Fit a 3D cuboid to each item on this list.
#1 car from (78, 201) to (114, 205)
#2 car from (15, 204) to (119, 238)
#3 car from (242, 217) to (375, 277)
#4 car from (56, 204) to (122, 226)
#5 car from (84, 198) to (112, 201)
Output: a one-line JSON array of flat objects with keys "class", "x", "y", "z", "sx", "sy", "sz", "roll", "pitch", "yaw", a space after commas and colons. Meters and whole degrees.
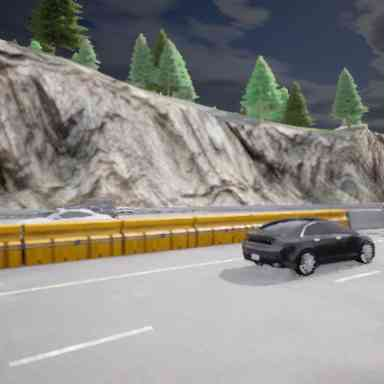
[{"class": "car", "x": -7.062, "y": 1.520, "z": 20.255, "sx": 4.902, "sy": 1.511, "sz": 2.128, "roll": 0, "pitch": 0, "yaw": -34}, {"class": "car", "x": -6.283, "y": 1.547, "z": 16.569, "sx": 4.674, "sy": 1.442, "sz": 1.812, "roll": 0, "pitch": 0, "yaw": -34}, {"class": "car", "x": 3.774, "y": 1.550, "z": 10.426, "sx": 4.892, "sy": 1.490, "sz": 1.837, "roll": 0, "pitch": 0, "yaw": -33}, {"class": "car", "x": -7.447, "y": 1.602, "z": 24.183, "sx": 4.181, "sy": 1.385, "sz": 1.994, "roll": 0, "pitch": 0, "yaw": -33}, {"class": "car", "x": -8.516, "y": 1.396, "z": 27.671, "sx": 4.553, "sy": 1.767, "sz": 2.097, "roll": 0, "pitch": 0, "yaw": -33}]
